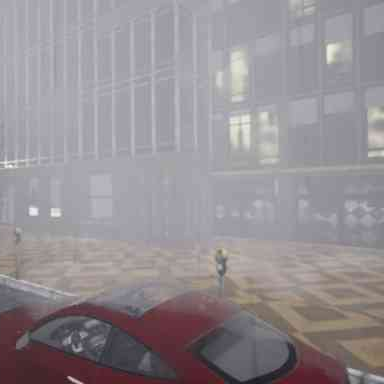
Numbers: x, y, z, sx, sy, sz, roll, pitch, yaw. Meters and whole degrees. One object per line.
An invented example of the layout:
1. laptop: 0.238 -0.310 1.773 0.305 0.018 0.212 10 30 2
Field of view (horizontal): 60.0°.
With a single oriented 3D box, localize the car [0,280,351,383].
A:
1. car: -0.640 1.595 3.315 4.206 1.307 1.802 -1 0 35
